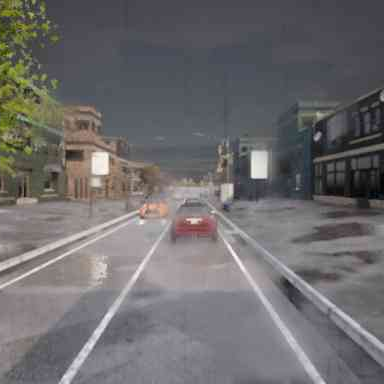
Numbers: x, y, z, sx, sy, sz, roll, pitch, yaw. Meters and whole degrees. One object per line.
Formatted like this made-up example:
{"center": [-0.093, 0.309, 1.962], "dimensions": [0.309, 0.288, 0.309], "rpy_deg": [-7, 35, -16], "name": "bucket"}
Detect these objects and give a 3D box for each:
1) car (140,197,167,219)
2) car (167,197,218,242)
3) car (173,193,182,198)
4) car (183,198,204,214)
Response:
{"center": [-3.095, 1.240, 28.076], "dimensions": [2.097, 1.767, 4.553], "rpy_deg": [0, 0, 0], "name": "car"}
{"center": [0.101, 1.316, 16.429], "dimensions": [2.097, 1.767, 4.553], "rpy_deg": [0, 0, 0], "name": "car"}
{"center": [-2.997, 0.937, 69.627], "dimensions": [1.812, 1.442, 4.674], "rpy_deg": [0, 1, 0], "name": "car"}
{"center": [0.101, 1.368, 34.991], "dimensions": [2.033, 1.411, 5.357], "rpy_deg": [0, 1, 0], "name": "car"}
